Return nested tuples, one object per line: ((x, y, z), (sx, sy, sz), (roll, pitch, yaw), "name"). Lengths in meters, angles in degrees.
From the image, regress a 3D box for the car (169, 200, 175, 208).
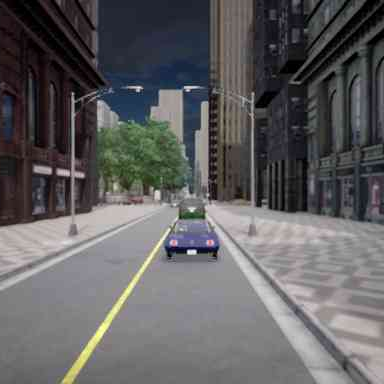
((-3.056, 2.151, 60.625), (2.128, 1.511, 4.902), (0, -1, 1), "car")

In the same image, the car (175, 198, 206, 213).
((0.004, 1.502, 27.581), (2.150, 2.045, 5.566), (0, 0, 0), "car")

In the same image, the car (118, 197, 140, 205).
((-15.075, 2.515, 77.432), (4.313, 1.339, 1.947), (0, 0, 0), "car")

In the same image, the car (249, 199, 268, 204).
((17.140, 2.495, 85.783), (4.313, 1.339, 1.947), (0, 0, 0), "car")

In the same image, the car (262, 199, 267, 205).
((17.102, 2.530, 77.258), (4.403, 1.369, 2.008), (0, 0, 0), "car")

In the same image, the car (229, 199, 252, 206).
((11.760, 2.498, 77.287), (4.829, 1.417, 1.752), (0, 0, 0), "car")

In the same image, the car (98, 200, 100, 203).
((-25.950, 2.463, 86.016), (4.313, 1.339, 1.947), (0, 0, 0), "car")

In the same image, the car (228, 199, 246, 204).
((11.627, 2.473, 85.813), (4.403, 1.369, 2.008), (0, 0, 0), "car")

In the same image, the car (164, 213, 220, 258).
((0.012, 1.731, 13.246), (1.895, 1.301, 4.718), (0, -1, 0), "car")

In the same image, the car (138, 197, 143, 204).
((-15.038, 2.214, 85.956), (5.009, 1.841, 2.192), (0, 0, 0), "car")
